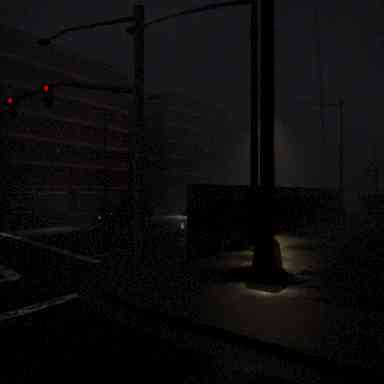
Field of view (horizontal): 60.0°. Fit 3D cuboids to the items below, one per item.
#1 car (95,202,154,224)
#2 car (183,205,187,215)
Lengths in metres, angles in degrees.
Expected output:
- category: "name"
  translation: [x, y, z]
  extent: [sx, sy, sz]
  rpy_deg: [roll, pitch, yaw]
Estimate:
- category: "car"
  translation: [-4.927, 1.491, 24.787]
  extent: [2.128, 1.511, 4.902]
  rpy_deg: [0, 0, 35]
- category: "car"
  translation: [1.002, 1.505, 33.226]
  extent: [1.837, 1.490, 4.892]
  rpy_deg: [0, 0, 35]
